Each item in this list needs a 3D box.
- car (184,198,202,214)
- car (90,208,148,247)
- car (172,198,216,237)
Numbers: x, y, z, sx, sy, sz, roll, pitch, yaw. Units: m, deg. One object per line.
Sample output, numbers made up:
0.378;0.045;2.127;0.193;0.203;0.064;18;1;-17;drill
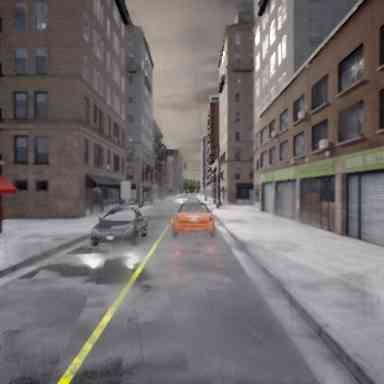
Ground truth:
0.095;1.403;34.765;1.837;1.490;4.892;0;0;0;car
-3.096;1.479;14.986;1.812;1.442;4.674;0;0;0;car
0.097;1.299;17.839;2.097;1.767;4.553;0;0;0;car
